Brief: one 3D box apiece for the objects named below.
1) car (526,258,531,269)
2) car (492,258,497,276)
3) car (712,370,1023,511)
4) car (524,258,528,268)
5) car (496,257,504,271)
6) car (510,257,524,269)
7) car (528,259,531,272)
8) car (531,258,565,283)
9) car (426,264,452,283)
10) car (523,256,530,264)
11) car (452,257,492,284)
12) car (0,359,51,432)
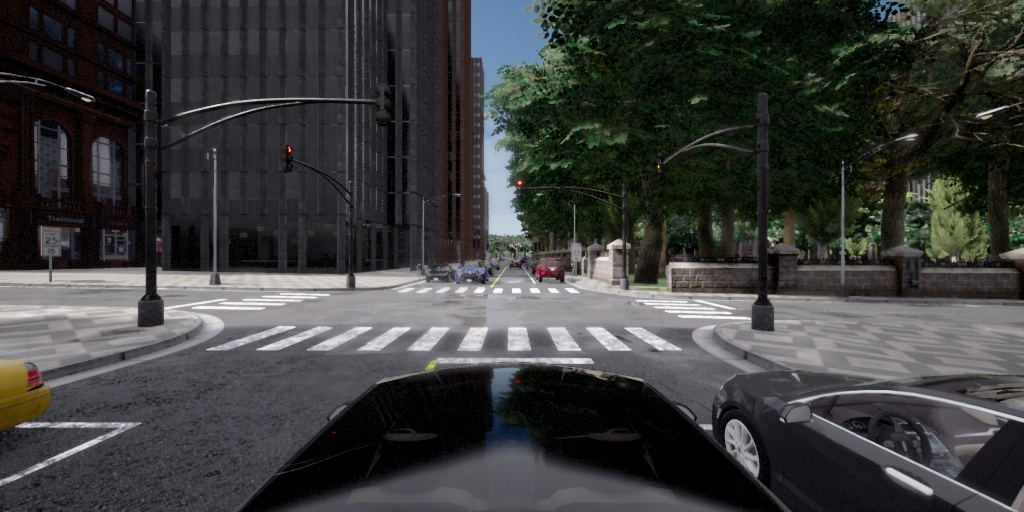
[{"bbox_3d":[3.101,1.329,44.776,2.007,1.370,4.403,0,0,0],"label":"car"},{"bbox_3d":[-2.823,1.274,37.002,1.837,1.490,4.892,0,0,1],"label":"car"},{"bbox_3d":[2.760,1.300,1.744,2.007,1.370,4.403,0,0,0],"label":"car"},{"bbox_3d":[3.145,1.335,50.233,2.007,1.370,4.403,0,0,0],"label":"car"},{"bbox_3d":[-2.699,1.276,50.701,2.128,1.511,4.902,0,0,1],"label":"car"},{"bbox_3d":[0.546,1.321,59.439,1.812,1.442,4.674,0,0,0],"label":"car"},{"bbox_3d":[3.058,1.338,39.320,1.948,1.339,4.313,0,0,0],"label":"car"},{"bbox_3d":[2.972,1.075,28.408,2.192,1.841,5.009,0,0,0],"label":"car"},{"bbox_3d":[-5.553,1.326,28.466,1.948,1.339,4.313,0,0,0],"label":"car"},{"bbox_3d":[3.188,1.231,55.689,1.967,1.591,4.097,0,0,0],"label":"car"},{"bbox_3d":[-2.903,1.112,26.869,2.097,1.767,4.553,0,0,0],"label":"car"},{"bbox_3d":[-5.766,1.275,1.632,1.751,1.417,4.829,0,0,0],"label":"car"}]
